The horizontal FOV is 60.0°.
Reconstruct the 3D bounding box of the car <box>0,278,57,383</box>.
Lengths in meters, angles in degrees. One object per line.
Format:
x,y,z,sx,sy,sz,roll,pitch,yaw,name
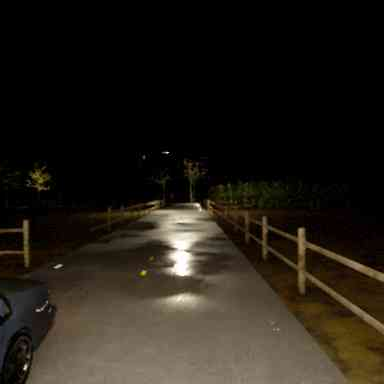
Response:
-2.842,1.558,2.434,2.033,1.411,5.357,0,0,0,car
